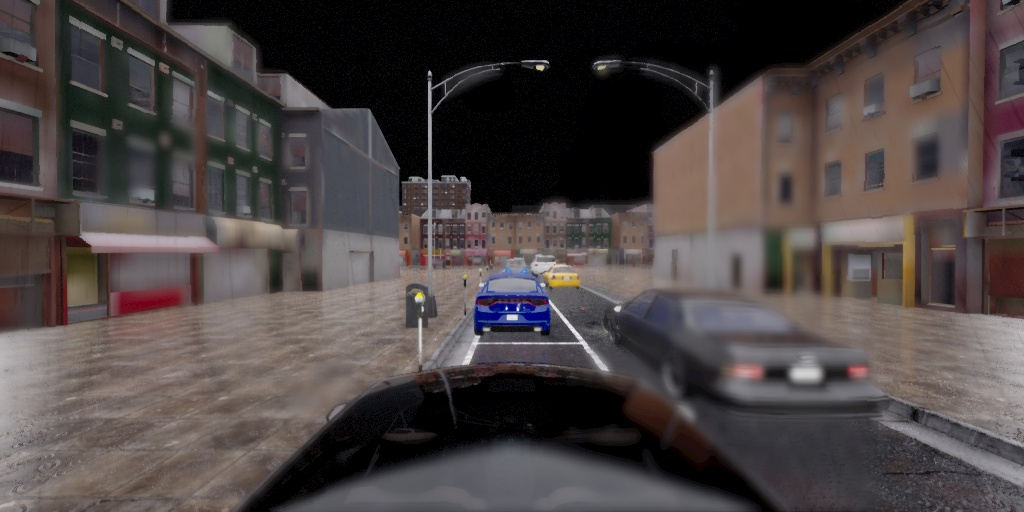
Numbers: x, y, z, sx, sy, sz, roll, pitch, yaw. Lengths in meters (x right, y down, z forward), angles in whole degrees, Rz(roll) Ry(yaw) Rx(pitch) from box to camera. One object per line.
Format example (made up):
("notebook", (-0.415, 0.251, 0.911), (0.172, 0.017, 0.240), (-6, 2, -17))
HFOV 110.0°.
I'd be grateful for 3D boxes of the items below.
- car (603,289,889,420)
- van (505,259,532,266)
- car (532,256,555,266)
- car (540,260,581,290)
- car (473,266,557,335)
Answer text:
("car", (3.119, 1.297, 6.315), (2.033, 1.411, 5.357), (0, 0, 0))
("van", (0.382, 1.095, 27.349), (1.690, 1.789, 3.998), (0, 0, 0))
("car", (3.116, 0.982, 35.006), (2.150, 2.045, 5.566), (0, 0, 0))
("car", (3.022, 1.208, 22.294), (1.801, 1.575, 5.366), (0, 0, 0))
("car", (0.006, 1.227, 10.501), (1.882, 1.535, 5.008), (0, 0, 0))
